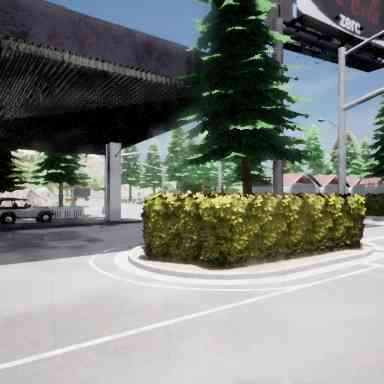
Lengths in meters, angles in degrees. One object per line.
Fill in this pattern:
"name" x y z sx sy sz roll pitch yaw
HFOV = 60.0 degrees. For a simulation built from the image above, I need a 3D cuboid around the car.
"car" -11.918 1.313 23.516 3.866 1.878 1.905 0 0 -36
